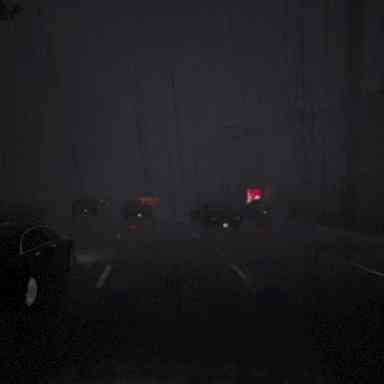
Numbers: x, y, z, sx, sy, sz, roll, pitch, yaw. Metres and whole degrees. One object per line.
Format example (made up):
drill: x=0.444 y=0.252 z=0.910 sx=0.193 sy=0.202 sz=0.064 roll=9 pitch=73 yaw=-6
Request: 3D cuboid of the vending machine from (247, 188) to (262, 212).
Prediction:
vending machine: x=5.665 y=0.722 z=30.251 sx=1.100 sy=2.100 sz=0.880 roll=-1 pitch=1 yaw=-19

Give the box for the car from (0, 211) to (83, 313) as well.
car: x=-3.958 y=1.410 z=7.318 sx=1.837 sy=1.490 sz=4.892 roll=0 pitch=1 yaw=-6

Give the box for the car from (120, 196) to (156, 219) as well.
car: x=-4.243 y=1.248 z=24.679 sx=1.895 sy=1.301 sz=4.718 roll=0 pitch=1 yaw=-18

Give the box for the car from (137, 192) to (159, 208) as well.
car: x=-5.202 y=0.822 z=36.853 sx=2.097 sy=1.767 sz=4.553 roll=-1 pitch=1 yaw=-23

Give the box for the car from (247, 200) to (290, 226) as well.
car: x=4.257 y=1.204 z=20.389 sx=1.812 sy=1.442 sz=4.674 roll=0 pitch=1 yaw=-14

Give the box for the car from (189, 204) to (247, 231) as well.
car: x=1.144 y=1.318 z=18.618 sx=1.895 sy=1.301 sz=4.718 roll=0 pitch=1 yaw=-13

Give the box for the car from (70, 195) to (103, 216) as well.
car: x=-8.620 y=1.127 z=26.682 sx=2.128 sy=1.511 sz=4.902 roll=0 pitch=1 yaw=-20

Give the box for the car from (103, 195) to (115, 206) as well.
car: x=-10.881 y=1.028 z=41.233 sx=1.895 sy=1.301 sz=4.718 roll=-1 pitch=1 yaw=-24
